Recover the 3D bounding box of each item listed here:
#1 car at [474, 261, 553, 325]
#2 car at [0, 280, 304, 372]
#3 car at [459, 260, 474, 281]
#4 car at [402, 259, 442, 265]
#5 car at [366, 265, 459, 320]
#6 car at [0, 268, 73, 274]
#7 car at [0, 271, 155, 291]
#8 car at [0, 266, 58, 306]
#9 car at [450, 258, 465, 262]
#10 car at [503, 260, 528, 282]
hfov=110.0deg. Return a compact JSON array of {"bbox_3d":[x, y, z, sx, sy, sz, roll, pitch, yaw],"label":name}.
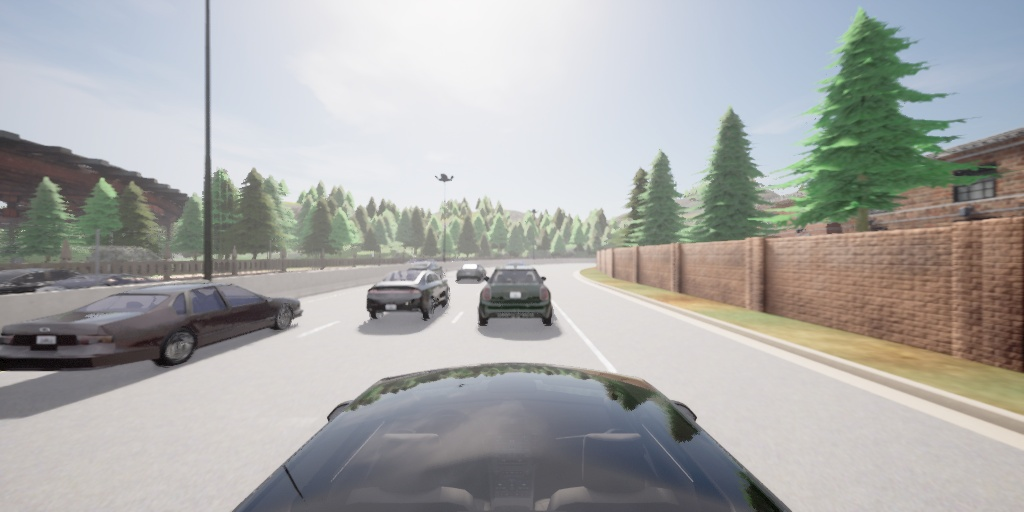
[{"bbox_3d":[0.100,1.082,11.907,2.097,1.767,4.553,0,0,0],"label":"car"},{"bbox_3d":[-6.900,1.285,7.824,2.033,1.411,5.357,0,0,0],"label":"car"},{"bbox_3d":[-3.156,1.260,28.778,1.994,1.385,4.181,0,0,3],"label":"car"},{"bbox_3d":[-6.697,1.202,28.219,1.837,1.490,4.892,0,0,3],"label":"car"},{"bbox_3d":[-3.400,1.220,12.506,2.128,1.511,4.902,0,0,0],"label":"car"},{"bbox_3d":[-17.586,1.232,12.795,1.837,1.490,4.892,0,0,0],"label":"car"},{"bbox_3d":[-14.085,1.293,12.207,1.994,1.385,4.181,0,0,0],"label":"car"},{"bbox_3d":[-21.084,1.217,13.351,2.128,1.511,4.902,0,0,0],"label":"car"},{"bbox_3d":[-8.616,1.119,56.587,1.882,1.535,5.008,0,0,19],"label":"car"},{"bbox_3d":[0.391,1.172,29.722,1.882,1.535,5.008,0,0,3],"label":"car"}]
